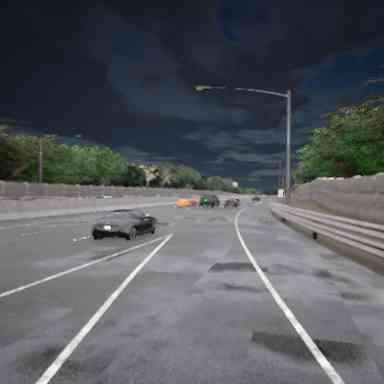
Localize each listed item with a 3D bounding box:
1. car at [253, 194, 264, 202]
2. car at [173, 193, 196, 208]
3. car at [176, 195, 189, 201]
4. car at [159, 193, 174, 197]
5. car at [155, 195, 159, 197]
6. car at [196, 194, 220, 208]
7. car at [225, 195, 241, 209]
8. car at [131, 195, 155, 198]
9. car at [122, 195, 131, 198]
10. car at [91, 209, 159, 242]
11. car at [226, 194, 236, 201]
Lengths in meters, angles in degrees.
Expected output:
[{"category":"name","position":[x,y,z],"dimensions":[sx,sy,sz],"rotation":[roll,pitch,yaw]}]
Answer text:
[{"category":"car","position":[17.356,1.755,88.656],"dimensions":[1.837,1.490,4.892],"rotation":[1,0,16]},{"category":"car","position":[-0.722,1.386,50.766],"dimensions":[2.097,1.767,4.553],"rotation":[1,0,16]},{"category":"car","position":[-2.353,1.568,83.350],"dimensions":[1.812,1.442,4.674],"rotation":[1,0,16]},{"category":"car","position":[-5.723,1.235,84.281],"dimensions":[2.150,2.045,5.566],"rotation":[1,0,16]},{"category":"car","position":[-9.084,1.515,85.269],"dimensions":[2.033,1.411,5.357],"rotation":[1,0,16]},{"category":"car","position":[2.671,1.290,49.900],"dimensions":[2.150,2.045,5.566],"rotation":[1,0,16]},{"category":"car","position":[6.022,1.609,48.897],"dimensions":[1.837,1.490,4.892],"rotation":[1,0,16]},{"category":"car","position":[-10.059,1.477,69.083],"dimensions":[2.128,1.511,4.902],"rotation":[1,0,16]},{"category":"car","position":[-13.424,1.395,70.043],"dimensions":[1.882,1.535,5.008],"rotation":[1,0,16]},{"category":"car","position":[-3.188,1.544,16.592],"dimensions":[1.994,1.385,4.181],"rotation":[1,0,16]},{"category":"car","position":[10.618,1.541,90.546],"dimensions":[2.097,1.767,4.553],"rotation":[1,0,16]}]
